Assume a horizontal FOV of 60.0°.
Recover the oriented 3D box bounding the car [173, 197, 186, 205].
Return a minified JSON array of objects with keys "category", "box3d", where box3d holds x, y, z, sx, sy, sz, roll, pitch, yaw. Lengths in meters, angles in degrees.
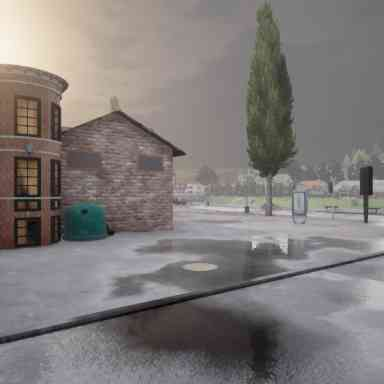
[{"category":"car","box3d":[-2.803,1.527,57.817,1.812,1.442,4.674,0,-1,-35]}]
